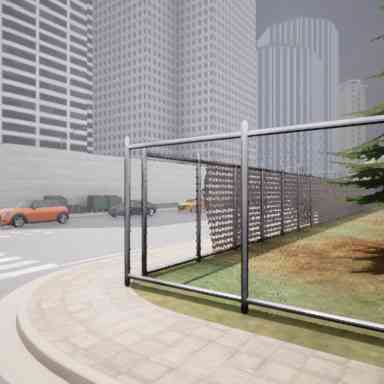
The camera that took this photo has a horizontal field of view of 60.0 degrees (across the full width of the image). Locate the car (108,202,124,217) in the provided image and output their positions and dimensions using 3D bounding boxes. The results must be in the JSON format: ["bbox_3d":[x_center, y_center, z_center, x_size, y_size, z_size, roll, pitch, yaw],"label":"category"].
[{"bbox_3d":[-5.186,1.449,29.447,1.837,1.490,4.892,0,0,36],"label":"car"}]

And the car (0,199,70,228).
[{"bbox_3d":[-10.522,1.296,21.938,2.097,1.767,4.553,0,0,35],"label":"car"}]
